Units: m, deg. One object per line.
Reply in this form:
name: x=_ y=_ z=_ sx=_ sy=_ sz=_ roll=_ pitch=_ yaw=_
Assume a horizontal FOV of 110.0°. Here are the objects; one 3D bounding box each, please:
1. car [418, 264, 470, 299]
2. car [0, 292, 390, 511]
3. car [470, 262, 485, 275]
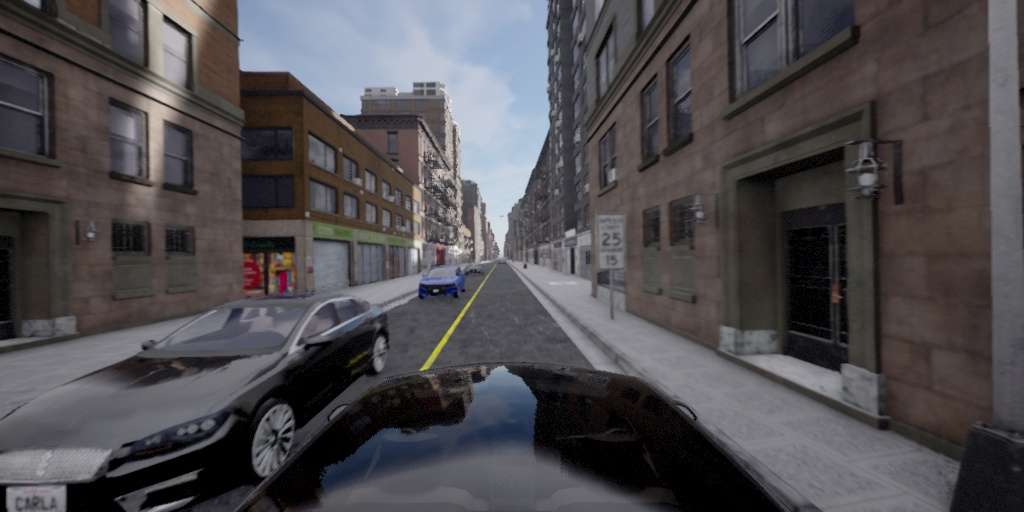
car: x=-3.512 y=1.281 z=18.727 sx=1.882 sy=1.535 sz=5.008 roll=-1 pitch=1 yaw=-2
car: x=-3.121 y=1.301 z=4.750 sx=2.128 sy=1.511 sz=4.902 roll=-1 pitch=0 yaw=-2
car: x=-3.975 y=1.357 z=38.479 sx=1.994 sy=1.385 sz=4.181 roll=-1 pitch=0 yaw=-2
